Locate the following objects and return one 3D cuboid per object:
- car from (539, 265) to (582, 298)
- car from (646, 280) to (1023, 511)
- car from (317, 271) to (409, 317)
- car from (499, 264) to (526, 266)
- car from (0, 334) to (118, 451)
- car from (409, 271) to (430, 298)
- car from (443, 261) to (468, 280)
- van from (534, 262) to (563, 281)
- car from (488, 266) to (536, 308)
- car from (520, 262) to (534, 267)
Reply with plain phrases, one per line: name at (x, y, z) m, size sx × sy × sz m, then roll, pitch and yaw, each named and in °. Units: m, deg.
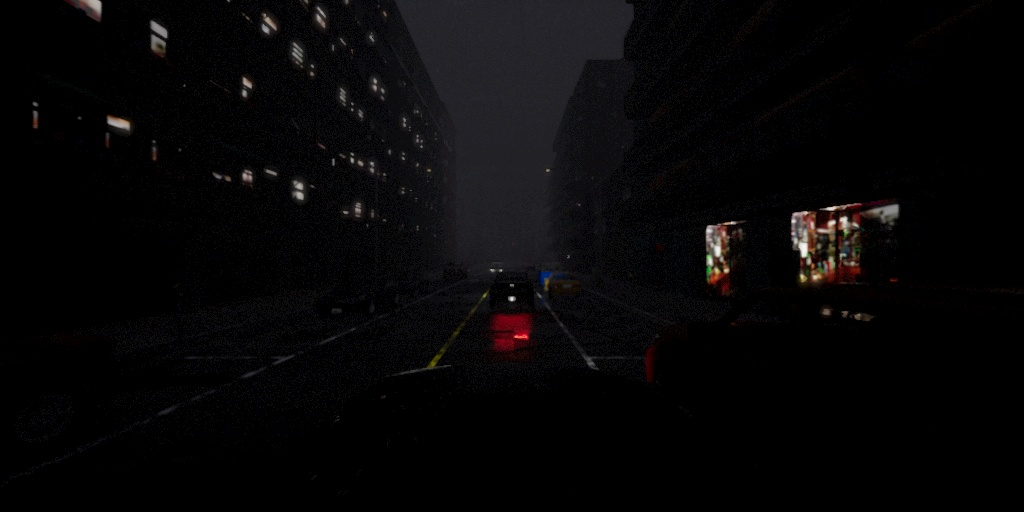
car at (2.691, 1.441, 19.675) m, size 1.751 × 1.417 × 4.829 m, roll 0°, pitch 0°, yaw 0°
car at (2.689, 1.071, 2.452) m, size 2.192 × 1.841 × 5.009 m, roll 0°, pitch 0°, yaw 0°
car at (-5.690, 1.428, 13.825) m, size 1.948 × 1.339 × 4.313 m, roll 0°, pitch 0°, yaw 0°
car at (0.004, 1.626, 30.946) m, size 1.895 × 1.301 × 4.718 m, roll 0°, pitch -1°, yaw 0°
car at (-5.691, 1.302, 2.457) m, size 1.888 × 1.381 × 4.507 m, roll 0°, pitch 0°, yaw 0°
car at (-5.690, 1.481, 19.509) m, size 1.948 × 1.339 × 4.313 m, roll 0°, pitch 0°, yaw 0°
car at (-5.689, 1.395, 36.563) m, size 2.192 × 1.841 × 5.009 m, roll 0°, pitch 0°, yaw 0°
van at (2.691, 1.311, 25.190) m, size 1.690 × 1.789 × 3.998 m, roll 0°, pitch 0°, yaw 0°
car at (0.006, 1.392, 16.139) m, size 1.837 × 1.490 × 4.892 m, roll 0°, pitch 0°, yaw 0°
car at (2.693, 1.800, 53.611) m, size 2.007 × 1.370 × 4.403 m, roll 0°, pitch 0°, yaw 0°
